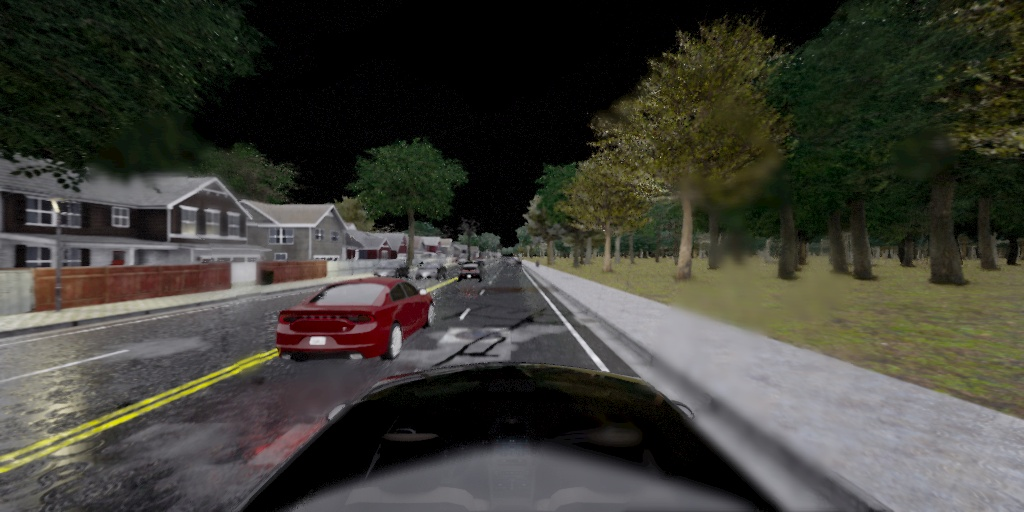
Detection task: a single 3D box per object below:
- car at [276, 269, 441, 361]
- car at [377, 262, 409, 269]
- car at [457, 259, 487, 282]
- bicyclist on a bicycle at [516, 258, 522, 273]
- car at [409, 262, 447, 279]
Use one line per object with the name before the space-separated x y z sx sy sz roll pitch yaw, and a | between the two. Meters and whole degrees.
car | -3.151 1.226 8.298 1.882 1.535 5.008 0 0 0
car | -9.851 1.235 29.702 2.128 1.511 4.902 0 0 0
car | -3.155 1.248 28.787 1.837 1.490 4.892 0 0 0
bicyclist on a bicycle | 0.885 1.111 40.148 0.659 1.776 1.843 0 0 0
car | -6.602 1.234 29.713 2.128 1.511 4.902 0 0 0
